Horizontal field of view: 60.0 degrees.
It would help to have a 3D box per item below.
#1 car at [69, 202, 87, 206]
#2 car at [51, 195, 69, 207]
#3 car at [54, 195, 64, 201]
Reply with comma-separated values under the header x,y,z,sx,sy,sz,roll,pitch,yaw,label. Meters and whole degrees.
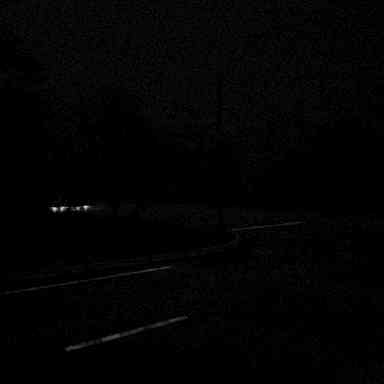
x,y,z,sx,sy,sz,roll,pitch,yaw,label
-18.532,1.489,53.153,2.033,1.411,5.357,-1,0,-39,car
-21.096,1.478,50.753,2.128,1.511,4.902,-1,0,-39,car
-35.413,1.591,88.515,1.882,1.535,5.008,-1,0,-28,car
